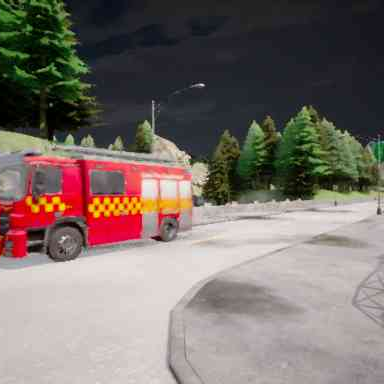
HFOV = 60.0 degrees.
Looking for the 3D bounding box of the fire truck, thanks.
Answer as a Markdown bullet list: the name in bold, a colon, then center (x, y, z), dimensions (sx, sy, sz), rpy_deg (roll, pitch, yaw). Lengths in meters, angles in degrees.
- **fire truck**: center (-3.522, 0.337, 13.403), dimensions (2.891, 3.827, 8.468), rpy_deg (0, 0, 37)
